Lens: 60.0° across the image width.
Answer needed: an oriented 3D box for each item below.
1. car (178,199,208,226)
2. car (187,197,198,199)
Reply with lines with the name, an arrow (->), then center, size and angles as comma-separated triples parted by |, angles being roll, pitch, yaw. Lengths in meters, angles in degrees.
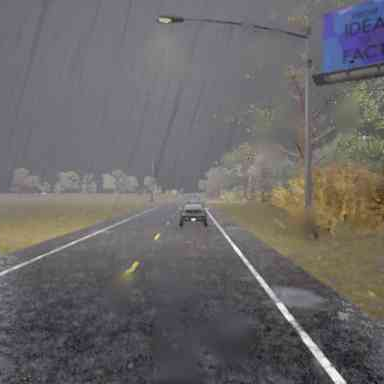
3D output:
car -> 0.098, 1.514, 23.724 | 1.837, 1.490, 4.892 | 0, 0, 0
car -> 0.095, 1.368, 42.572 | 2.097, 1.767, 4.553 | 0, 0, 0
